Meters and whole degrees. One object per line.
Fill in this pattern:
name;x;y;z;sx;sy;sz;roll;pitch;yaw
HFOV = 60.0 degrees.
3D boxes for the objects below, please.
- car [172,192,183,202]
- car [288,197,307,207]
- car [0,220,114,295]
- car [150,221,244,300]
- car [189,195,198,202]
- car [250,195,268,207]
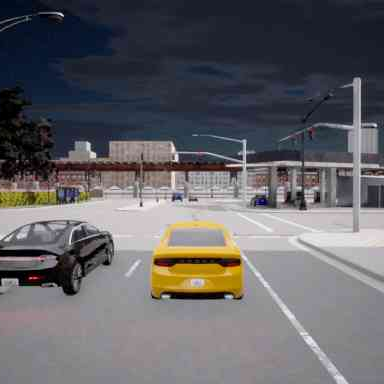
car;-3.239;1.122;74.025;2.150;2.045;5.566;0;0;0
car;15.630;1.426;49.447;1.970;1.475;3.806;0;0;1
car;-3.387;1.474;8.667;2.128;1.511;4.902;0;0;0
car;0.112;1.468;8.446;1.882;1.535;5.008;0;0;0
car;0.259;1.446;73.414;1.994;1.385;4.181;0;0;0
car;9.883;1.253;48.705;2.242;1.667;4.611;0;0;1
